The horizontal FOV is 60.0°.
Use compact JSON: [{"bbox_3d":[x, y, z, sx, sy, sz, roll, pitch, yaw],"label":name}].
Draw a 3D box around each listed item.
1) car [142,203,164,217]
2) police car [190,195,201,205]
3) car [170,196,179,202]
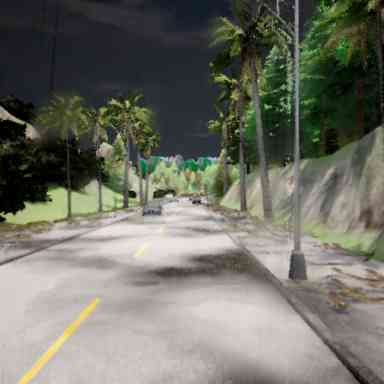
[{"bbox_3d":[-4.102,1.857,35.340,1.994,1.385,4.181,0,-1,0],"label":"car"},{"bbox_3d":[1.081,2.032,76.501,1.930,1.638,5.238,-2,-1,0],"label":"police car"},{"bbox_3d":[-4.086,1.674,76.998,2.097,1.767,4.553,0,0,0],"label":"car"}]
